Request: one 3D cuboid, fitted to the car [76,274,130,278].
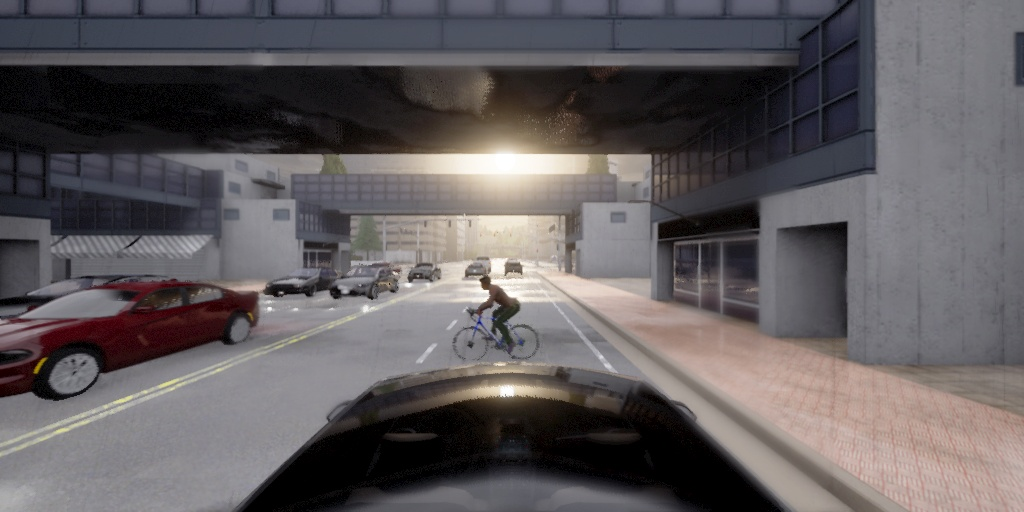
[{"bbox_3d":[-10.593,1.246,9.280,2.128,1.511,4.902,0,0,0],"label":"car"}]

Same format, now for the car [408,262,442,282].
[{"bbox_3d":[-6.996,1.272,29.169,1.837,1.490,4.892,0,0,1],"label":"car"}]

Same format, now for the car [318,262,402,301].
[{"bbox_3d":[-7.064,1.252,17.664,2.128,1.511,4.902,0,0,0],"label":"car"}]

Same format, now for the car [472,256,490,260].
[{"bbox_3d":[-3.957,1.001,46.654,2.150,2.045,5.566,0,0,-9],"label":"car"}]

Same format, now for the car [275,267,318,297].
[{"bbox_3d":[-10.562,1.308,19.101,2.033,1.411,5.357,0,0,0],"label":"car"}]

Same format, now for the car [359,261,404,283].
[{"bbox_3d":[-10.494,1.245,29.251,1.882,1.535,5.008,0,0,0],"label":"car"}]

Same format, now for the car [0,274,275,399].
[{"bbox_3d":[-7.101,1.230,6.689,1.882,1.535,5.008,0,0,0],"label":"car"}]

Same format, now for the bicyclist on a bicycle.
[{"bbox_3d":[-0.320,1.202,6.818,1.656,1.620,0.582,-2,0,0],"label":"bicyclist on a bicycle"}]

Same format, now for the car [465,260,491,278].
[{"bbox_3d":[-3.352,1.335,34.527,1.994,1.385,4.181,0,0,1],"label":"car"}]

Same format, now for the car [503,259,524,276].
[{"bbox_3d":[0.171,1.276,37.673,1.837,1.490,4.892,0,-1,0],"label":"car"}]
